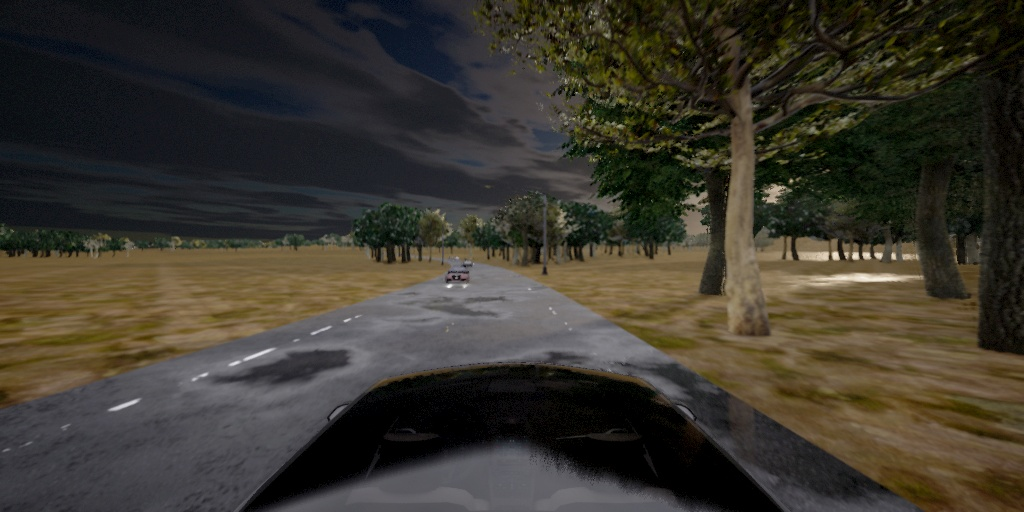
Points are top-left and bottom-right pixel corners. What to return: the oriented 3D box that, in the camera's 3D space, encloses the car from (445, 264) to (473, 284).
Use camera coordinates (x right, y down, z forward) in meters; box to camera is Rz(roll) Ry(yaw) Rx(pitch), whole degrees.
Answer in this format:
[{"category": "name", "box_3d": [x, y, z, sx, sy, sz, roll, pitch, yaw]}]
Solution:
[{"category": "car", "box_3d": [-4.604, 1.605, 30.996, 1.994, 1.385, 4.181, 0, -1, -4]}]
